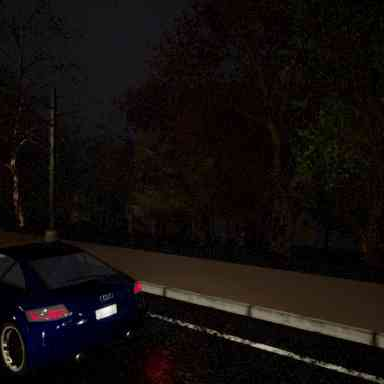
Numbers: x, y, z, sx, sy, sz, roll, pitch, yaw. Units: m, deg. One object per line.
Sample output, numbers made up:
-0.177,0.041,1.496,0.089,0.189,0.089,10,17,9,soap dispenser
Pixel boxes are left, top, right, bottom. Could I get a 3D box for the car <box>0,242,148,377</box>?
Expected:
-2.747,1.563,5.628,4.181,1.385,1.994,0,0,37,car
